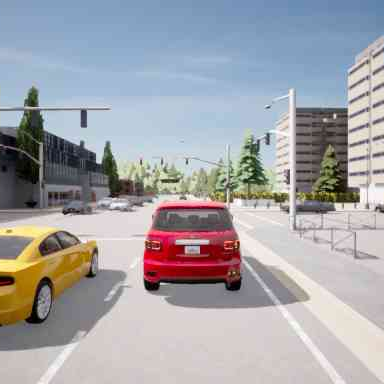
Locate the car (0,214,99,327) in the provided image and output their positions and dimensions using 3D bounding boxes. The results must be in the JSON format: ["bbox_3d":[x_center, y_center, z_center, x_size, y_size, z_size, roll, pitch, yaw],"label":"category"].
[{"bbox_3d":[-3.480,1.478,7.167,1.882,1.535,5.008,0,0,0],"label":"car"}]

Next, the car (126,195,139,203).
[{"bbox_3d":[-12.364,1.500,69.309,1.837,1.490,4.892,0,0,-2],"label":"car"}]

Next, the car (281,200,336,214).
[{"bbox_3d":[12.075,1.547,34.627,5.357,1.411,2.033,0,0,-2],"label":"car"}]

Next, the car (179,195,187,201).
[{"bbox_3d":[-2.357,1.524,87.236,1.812,1.442,4.674,0,0,-2],"label":"car"}]

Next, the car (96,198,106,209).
[{"bbox_3d":[-11.807,1.526,45.986,1.812,1.442,4.674,0,0,-2],"label":"car"}]

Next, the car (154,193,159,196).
[{"bbox_3d":[-9.195,1.115,81.291,1.837,1.490,4.892,0,0,-2],"label":"car"}]

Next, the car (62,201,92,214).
[{"bbox_3d":[-11.361,1.563,33.056,1.994,1.385,4.181,0,0,-2],"label":"car"}]

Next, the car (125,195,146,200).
[{"bbox_3d":[-8.412,1.505,49.772,1.837,1.490,4.892,0,0,-2],"label":"car"}]

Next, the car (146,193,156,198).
[{"bbox_3d":[-8.797,1.507,65.927,1.837,1.490,4.892,0,-1,-1],"label":"car"}]

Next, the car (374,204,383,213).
[{"bbox_3d":[22.161,1.547,34.934,5.357,1.411,2.033,0,0,-2],"label":"car"}]

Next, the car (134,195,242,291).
[{"bbox_3d":[0.014,1.221,9.156,2.150,2.045,5.566,0,0,0],"label":"car"}]

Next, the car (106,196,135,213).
[{"bbox_3d":[-8.021,1.525,37.550,1.812,1.442,4.674,0,0,-2],"label":"car"}]
